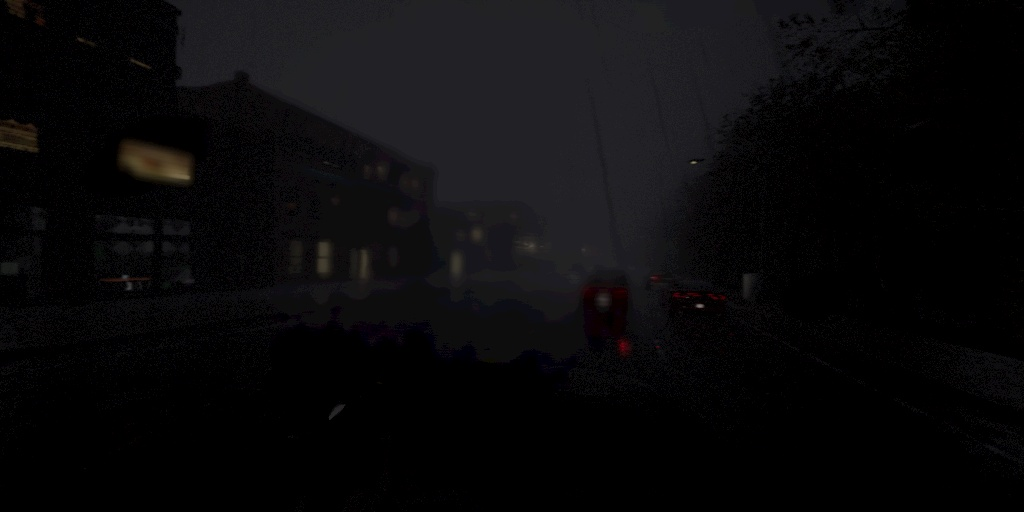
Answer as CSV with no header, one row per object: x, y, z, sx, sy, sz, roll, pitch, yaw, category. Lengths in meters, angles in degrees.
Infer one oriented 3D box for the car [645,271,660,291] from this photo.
11.522,1.922,27.924,2.128,1.511,4.902,1,-1,18,car

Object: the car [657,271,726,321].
7.278,1.611,14.747,1.882,1.535,5.008,1,-1,18,car

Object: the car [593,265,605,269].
14.294,2.253,58.004,2.097,1.767,4.553,1,-1,18,car

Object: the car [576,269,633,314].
4.200,1.534,15.791,1.882,1.535,5.008,1,-1,18,car

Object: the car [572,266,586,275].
11.237,2.388,59.121,1.994,1.385,4.181,1,-1,18,car

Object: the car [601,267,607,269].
8.444,1.859,28.968,1.837,1.490,4.892,1,0,18,car
